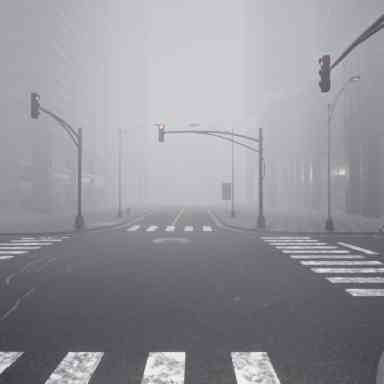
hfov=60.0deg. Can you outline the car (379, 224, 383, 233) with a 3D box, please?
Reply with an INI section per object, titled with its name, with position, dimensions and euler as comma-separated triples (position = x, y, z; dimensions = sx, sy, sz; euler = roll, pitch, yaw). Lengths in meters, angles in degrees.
[car]
position = 11.760, 1.564, 16.189
dimensions = 4.829, 1.417, 1.752
euler = 0, -1, 0
